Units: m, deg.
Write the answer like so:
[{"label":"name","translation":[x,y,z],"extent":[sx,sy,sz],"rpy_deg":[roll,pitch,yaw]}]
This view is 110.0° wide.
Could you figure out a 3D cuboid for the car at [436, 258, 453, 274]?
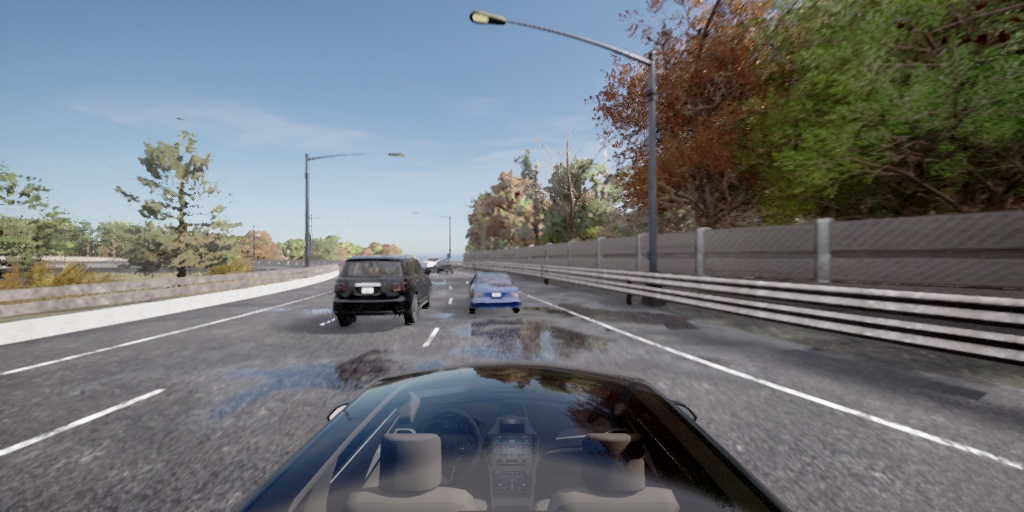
[{"label":"car","translation":[-8.457,1.380,43.687],"extent":[1.837,1.490,4.892],"rpy_deg":[0,0,-21]}]

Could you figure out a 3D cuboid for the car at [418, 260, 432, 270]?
[{"label":"car","translation":[-14.312,1.411,58.834],"extent":[1.882,1.535,5.008],"rpy_deg":[0,0,-18]}]

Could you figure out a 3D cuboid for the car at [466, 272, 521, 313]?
[{"label":"car","translation":[-0.824,1.327,14.228],"extent":[2.033,1.411,5.357],"rpy_deg":[0,0,-7]}]

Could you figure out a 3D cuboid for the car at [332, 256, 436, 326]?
[{"label":"car","translation":[-4.067,1.012,12.118],"extent":[2.150,2.045,5.566],"rpy_deg":[0,0,-6]}]

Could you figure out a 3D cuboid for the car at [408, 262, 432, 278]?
[{"label":"car","translation":[-9.676,1.415,37.440],"extent":[2.033,1.411,5.357],"rpy_deg":[0,0,-19]}]

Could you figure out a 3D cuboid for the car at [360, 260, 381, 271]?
[{"label":"car","translation":[-22.137,1.456,55.911],"extent":[2.128,1.511,4.902],"rpy_deg":[0,0,-33]}]
